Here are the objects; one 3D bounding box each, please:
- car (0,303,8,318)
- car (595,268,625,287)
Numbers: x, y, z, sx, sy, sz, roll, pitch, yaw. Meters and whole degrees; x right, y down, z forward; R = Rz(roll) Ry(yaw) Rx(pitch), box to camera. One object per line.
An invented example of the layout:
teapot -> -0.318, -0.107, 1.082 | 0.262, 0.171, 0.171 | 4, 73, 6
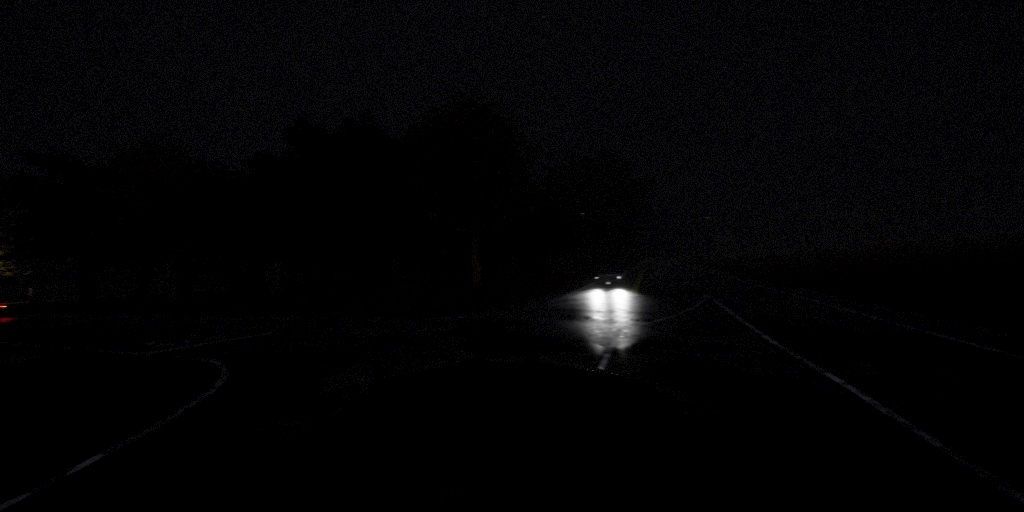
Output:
car -> -41.135, 4.117, 27.696 | 4.674, 1.442, 1.812 | -4, -4, 22
car -> 7.181, 1.519, 26.099 | 1.895, 1.301, 4.718 | -3, -1, 20
